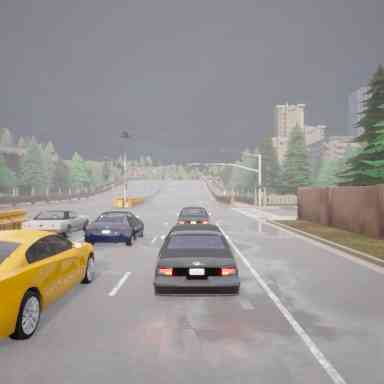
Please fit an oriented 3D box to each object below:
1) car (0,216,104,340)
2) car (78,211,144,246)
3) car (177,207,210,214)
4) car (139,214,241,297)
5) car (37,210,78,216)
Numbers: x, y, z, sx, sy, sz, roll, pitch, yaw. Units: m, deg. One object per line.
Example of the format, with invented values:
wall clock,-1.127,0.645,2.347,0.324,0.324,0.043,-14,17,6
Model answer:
car,-3.409,1.478,6.553,1.882,1.535,5.008,0,0,0
car,-3.426,1.564,15.310,1.994,1.385,4.181,0,0,0
car,0.098,1.547,18.831,2.033,1.411,5.357,0,0,1
car,0.088,1.547,8.764,2.033,1.411,5.357,0,0,0
car,-6.924,1.601,17.537,1.895,1.301,4.718,0,0,0
